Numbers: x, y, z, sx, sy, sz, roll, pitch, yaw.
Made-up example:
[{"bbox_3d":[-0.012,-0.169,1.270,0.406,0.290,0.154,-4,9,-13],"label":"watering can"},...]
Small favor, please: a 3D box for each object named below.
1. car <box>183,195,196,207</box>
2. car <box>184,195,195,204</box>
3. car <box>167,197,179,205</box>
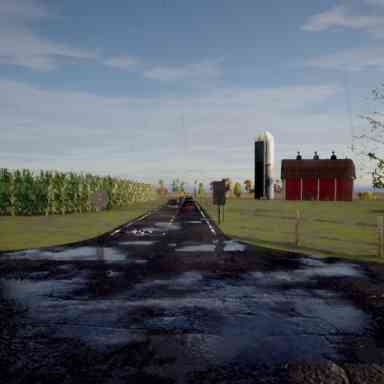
[{"bbox_3d":[-0.436,1.529,53.124,1.837,1.490,4.892,0,0,0],"label":"car"},{"bbox_3d":[-0.525,1.391,63.530,2.097,1.767,4.553,0,0,-1],"label":"car"},{"bbox_3d":[-3.225,1.595,57.716,1.994,1.385,4.181,0,0,0],"label":"car"}]
